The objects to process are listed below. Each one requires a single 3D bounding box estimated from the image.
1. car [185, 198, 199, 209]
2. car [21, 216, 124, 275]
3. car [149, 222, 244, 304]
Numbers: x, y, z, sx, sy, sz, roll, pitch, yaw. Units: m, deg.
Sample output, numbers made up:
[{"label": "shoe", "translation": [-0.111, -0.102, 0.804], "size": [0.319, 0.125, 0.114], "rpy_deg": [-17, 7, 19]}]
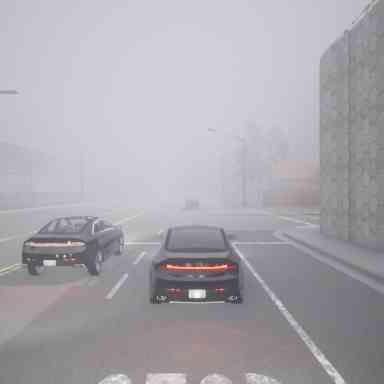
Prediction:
[{"label": "car", "translation": [0.009, 1.491, 44.142], "size": [2.128, 1.511, 4.902], "rpy_deg": [0, 0, 0]}, {"label": "car", "translation": [-3.421, 1.492, 10.413], "size": [2.128, 1.511, 4.902], "rpy_deg": [0, 0, 0]}, {"label": "car", "translation": [0.085, 1.505, 8.142], "size": [1.837, 1.490, 4.892], "rpy_deg": [0, 0, 0]}]
